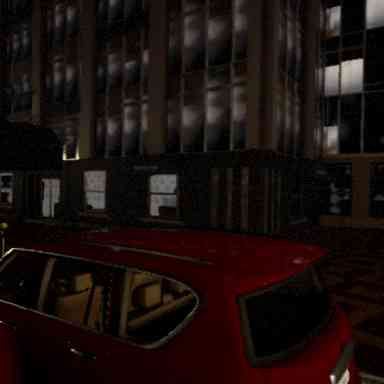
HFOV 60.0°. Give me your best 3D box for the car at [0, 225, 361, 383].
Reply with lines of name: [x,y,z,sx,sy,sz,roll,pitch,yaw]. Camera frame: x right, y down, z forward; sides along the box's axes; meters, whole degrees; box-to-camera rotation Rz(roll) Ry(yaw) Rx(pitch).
car: [-0.948,1.308,3.579,5.009,1.841,2.192,0,1,36]
